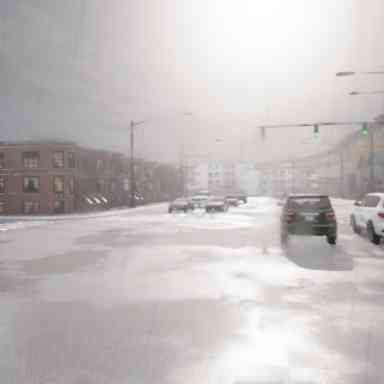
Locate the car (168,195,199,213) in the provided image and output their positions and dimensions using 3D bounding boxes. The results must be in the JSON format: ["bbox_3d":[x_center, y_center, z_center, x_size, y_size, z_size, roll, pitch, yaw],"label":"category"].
[{"bbox_3d":[-1.009,1.301,34.151,1.812,1.442,4.674,-1,0,15],"label":"car"}]

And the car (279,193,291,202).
[{"bbox_3d":[16.296,0.907,58.532,1.837,1.490,4.892,-1,1,14],"label":"car"}]

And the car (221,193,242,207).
[{"bbox_3d":[5.063,1.165,43.425,1.812,1.442,4.674,-1,0,15],"label":"car"}]

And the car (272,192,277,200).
[{"bbox_3d":[18.277,0.823,70.045,2.128,1.511,4.902,-1,0,1],"label":"car"}]

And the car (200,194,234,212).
[{"bbox_3d":[2.681,1.277,34.458,2.033,1.411,5.357,-1,0,14],"label":"car"}]

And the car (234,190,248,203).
[{"bbox_3d":[7.729,0.758,53.696,2.150,2.045,5.566,-1,0,14],"label":"car"}]

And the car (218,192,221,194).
[{"bbox_3d":[4.002,0.936,53.254,2.097,1.767,4.553,-1,0,14],"label":"car"}]

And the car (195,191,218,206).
[{"bbox_3d":[1.459,0.903,43.494,2.150,2.045,5.566,-1,0,15],"label":"car"}]

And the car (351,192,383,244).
[{"bbox_3d":[8.572,1.018,14.535,2.150,2.045,5.566,-1,0,15],"label":"car"}]

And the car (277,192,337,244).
[{"bbox_3d":[5.088,1.056,15.087,2.150,2.045,5.566,-1,0,15],"label":"car"}]
